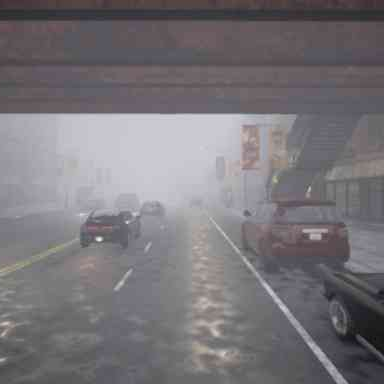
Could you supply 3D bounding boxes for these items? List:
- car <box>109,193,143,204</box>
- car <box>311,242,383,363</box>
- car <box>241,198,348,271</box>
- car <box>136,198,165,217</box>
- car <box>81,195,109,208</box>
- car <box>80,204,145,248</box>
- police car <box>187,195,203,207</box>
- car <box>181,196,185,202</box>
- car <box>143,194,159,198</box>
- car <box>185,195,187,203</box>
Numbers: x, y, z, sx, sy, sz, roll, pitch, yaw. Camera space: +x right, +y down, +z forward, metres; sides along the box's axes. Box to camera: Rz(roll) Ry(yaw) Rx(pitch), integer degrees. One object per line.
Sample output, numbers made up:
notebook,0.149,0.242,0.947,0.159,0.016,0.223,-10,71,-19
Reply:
car,-7.367,1.158,37.778,2.150,2.045,5.566,0,0,0
car,3.158,1.591,3.593,1.895,1.301,4.718,0,0,-1
car,3.043,1.213,10.988,2.435,2.045,5.566,0,0,-1
car,-3.607,1.515,30.643,1.994,1.385,4.181,0,0,0
car,-10.857,1.442,36.925,1.837,1.490,4.892,0,0,0
car,-3.457,1.481,14.736,1.837,1.490,4.892,0,0,0
police car,0.646,1.347,51.132,1.930,1.638,5.238,0,0,-1
car,-0.873,1.420,68.483,1.812,1.442,4.674,0,0,-15
car,-11.543,1.202,85.928,2.128,1.511,4.902,0,0,-43
car,0.364,1.361,61.752,1.801,1.575,5.366,0,0,-6
